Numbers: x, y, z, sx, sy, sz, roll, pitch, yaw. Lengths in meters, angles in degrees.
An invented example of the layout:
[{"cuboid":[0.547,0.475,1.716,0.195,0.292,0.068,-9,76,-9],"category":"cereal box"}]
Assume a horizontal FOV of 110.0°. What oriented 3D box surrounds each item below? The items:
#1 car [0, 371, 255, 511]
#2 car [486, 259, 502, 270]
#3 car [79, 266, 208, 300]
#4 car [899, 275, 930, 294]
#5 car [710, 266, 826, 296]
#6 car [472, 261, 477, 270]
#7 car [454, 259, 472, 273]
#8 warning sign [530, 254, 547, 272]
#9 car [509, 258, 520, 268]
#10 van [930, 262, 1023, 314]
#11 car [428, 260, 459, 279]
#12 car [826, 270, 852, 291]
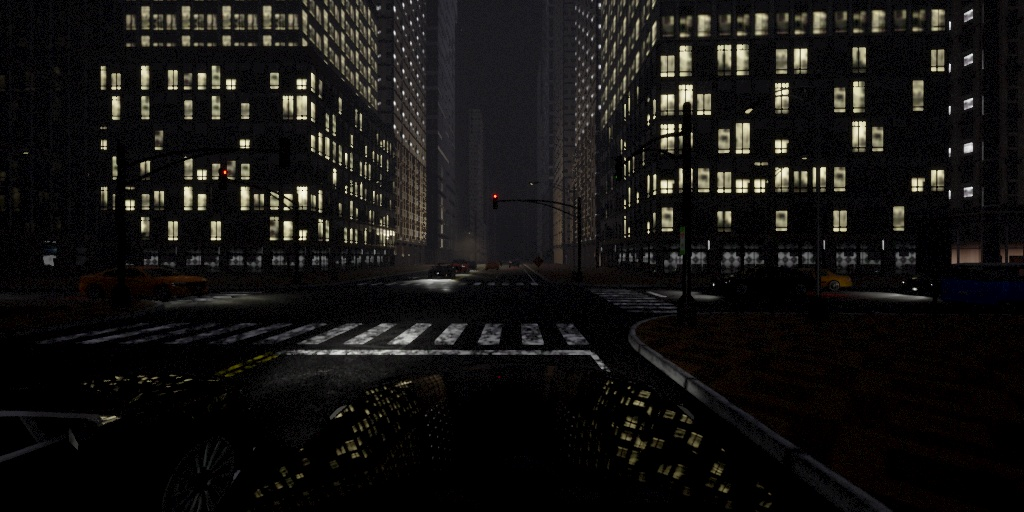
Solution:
[{"cuboid":[-3.155,1.241,1.132,2.128,1.511,4.902,0,0,0],"category":"car"},{"cuboid":[-2.903,1.311,55.009,1.882,1.535,5.008,0,0,0],"category":"car"},{"cuboid":[-17.422,1.237,17.104,5.008,1.535,1.882,0,0,1],"category":"car"},{"cuboid":[23.464,1.324,18.412,5.357,1.411,2.033,0,0,2],"category":"car"},{"cuboid":[13.064,1.274,18.836,4.892,1.490,1.837,0,0,2],"category":"car"},{"cuboid":[-6.354,1.377,53.825,2.033,1.411,5.357,0,0,0],"category":"car"},{"cuboid":[-6.407,1.154,43.328,2.097,1.767,4.553,0,0,0],"category":"car"},{"cuboid":[3.033,0.912,41.321,1.300,1.860,1.060,0,0,0],"category":"warning sign"},{"cuboid":[0.390,1.359,64.826,2.128,1.511,4.902,0,0,1],"category":"car"},{"cuboid":[18.409,1.120,13.090,3.998,1.789,1.690,0,0,2],"category":"van"},{"cuboid":[-6.453,1.345,33.331,1.994,1.385,4.181,0,0,0],"category":"car"},{"cuboid":[17.177,1.294,21.268,4.829,1.417,1.751,0,0,2],"category":"car"}]
